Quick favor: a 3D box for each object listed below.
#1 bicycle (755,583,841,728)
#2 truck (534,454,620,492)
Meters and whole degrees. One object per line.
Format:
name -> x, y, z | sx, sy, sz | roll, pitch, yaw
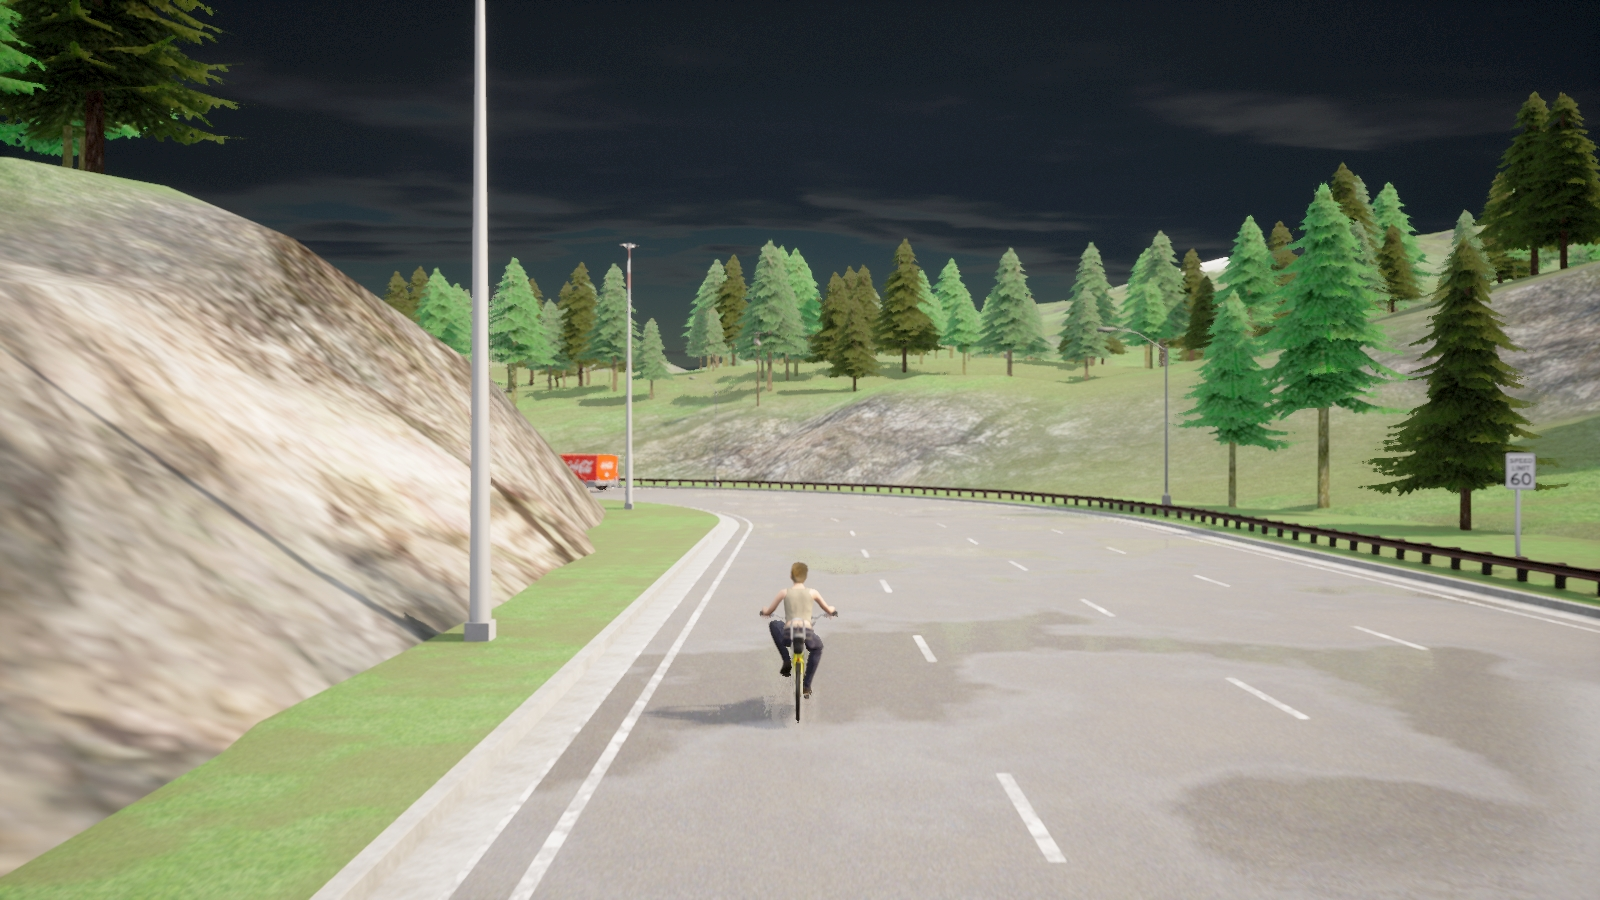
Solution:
bicycle -> -0.015, 2.147, 12.204 | 0.859, 1.276, 1.487 | 0, 0, 0
truck -> -14.840, 1.506, 75.998 | 5.204, 2.467, 2.627 | 0, 0, 29
